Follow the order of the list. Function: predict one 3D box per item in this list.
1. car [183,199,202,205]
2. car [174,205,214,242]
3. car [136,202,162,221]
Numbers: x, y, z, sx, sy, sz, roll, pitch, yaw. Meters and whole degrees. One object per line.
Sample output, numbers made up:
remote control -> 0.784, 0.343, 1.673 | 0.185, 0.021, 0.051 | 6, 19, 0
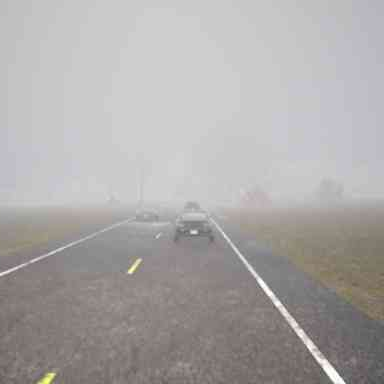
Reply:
car -> 0.070, 1.632, 39.394 | 1.837, 1.490, 4.892 | 0, 0, 0
car -> 0.087, 1.579, 16.706 | 1.812, 1.442, 4.674 | 0, 0, 0
car -> -3.522, 1.615, 27.913 | 1.812, 1.442, 4.674 | 0, 0, 0
